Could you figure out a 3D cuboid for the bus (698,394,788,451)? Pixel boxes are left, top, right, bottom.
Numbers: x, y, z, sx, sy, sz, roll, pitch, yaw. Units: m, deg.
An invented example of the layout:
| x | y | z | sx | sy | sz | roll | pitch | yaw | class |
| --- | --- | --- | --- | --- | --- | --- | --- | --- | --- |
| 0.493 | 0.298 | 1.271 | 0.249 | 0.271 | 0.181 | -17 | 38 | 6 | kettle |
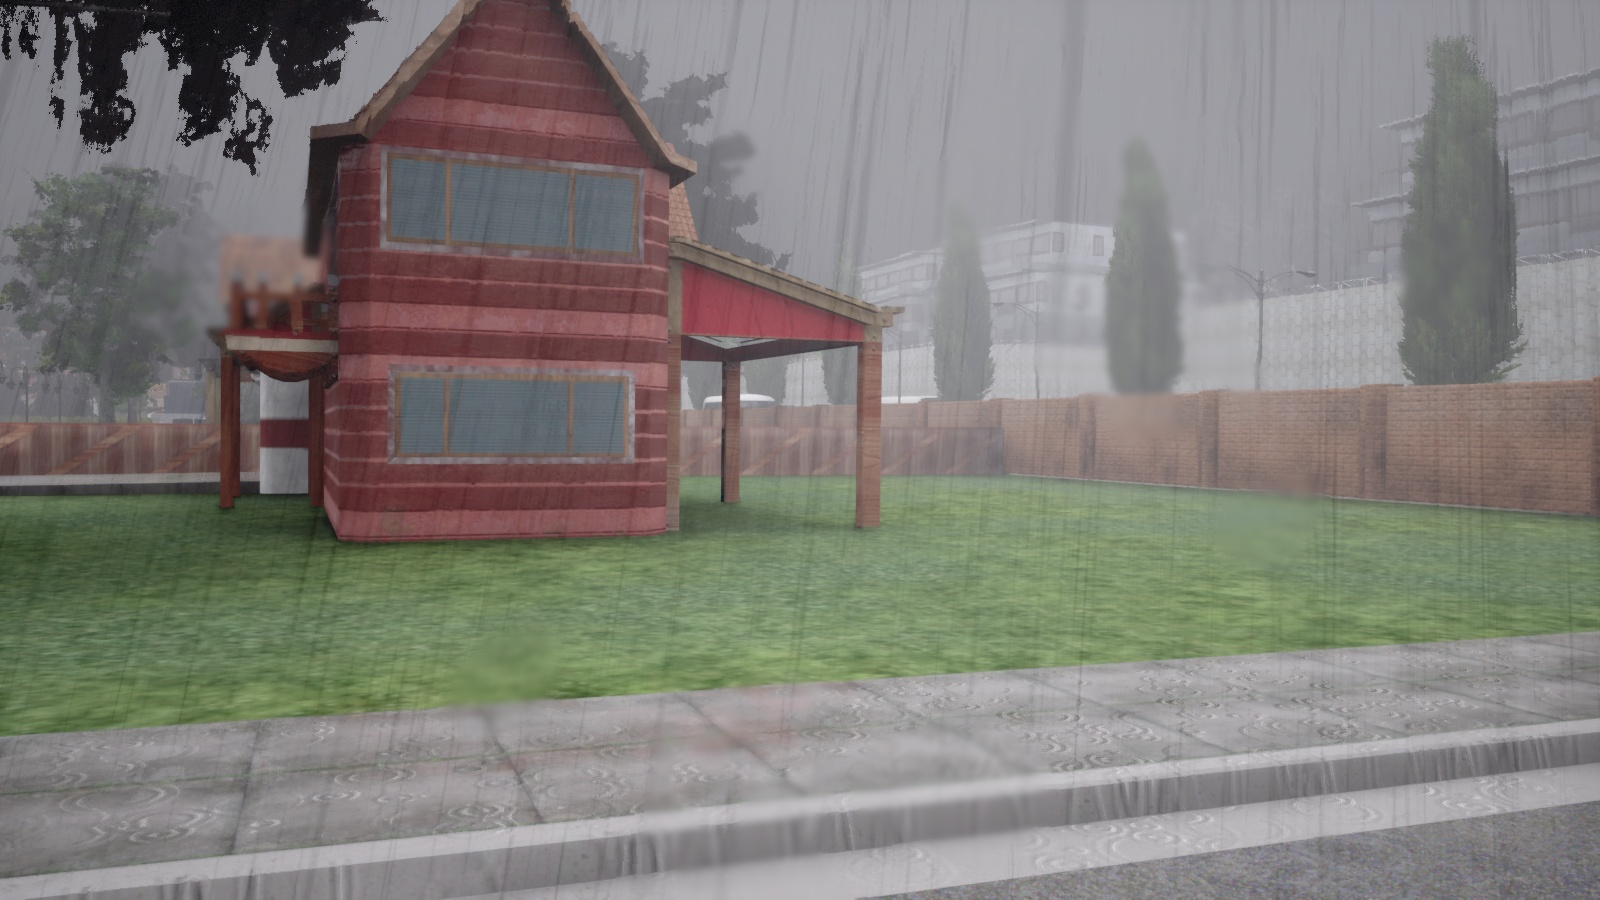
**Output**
| x | y | z | sx | sy | sz | roll | pitch | yaw | class |
| --- | --- | --- | --- | --- | --- | --- | --- | --- | --- |
| -4.644 | -2.129 | 98.577 | 3.944 | 4.253 | 10.273 | -1 | 1 | -21 | bus |
